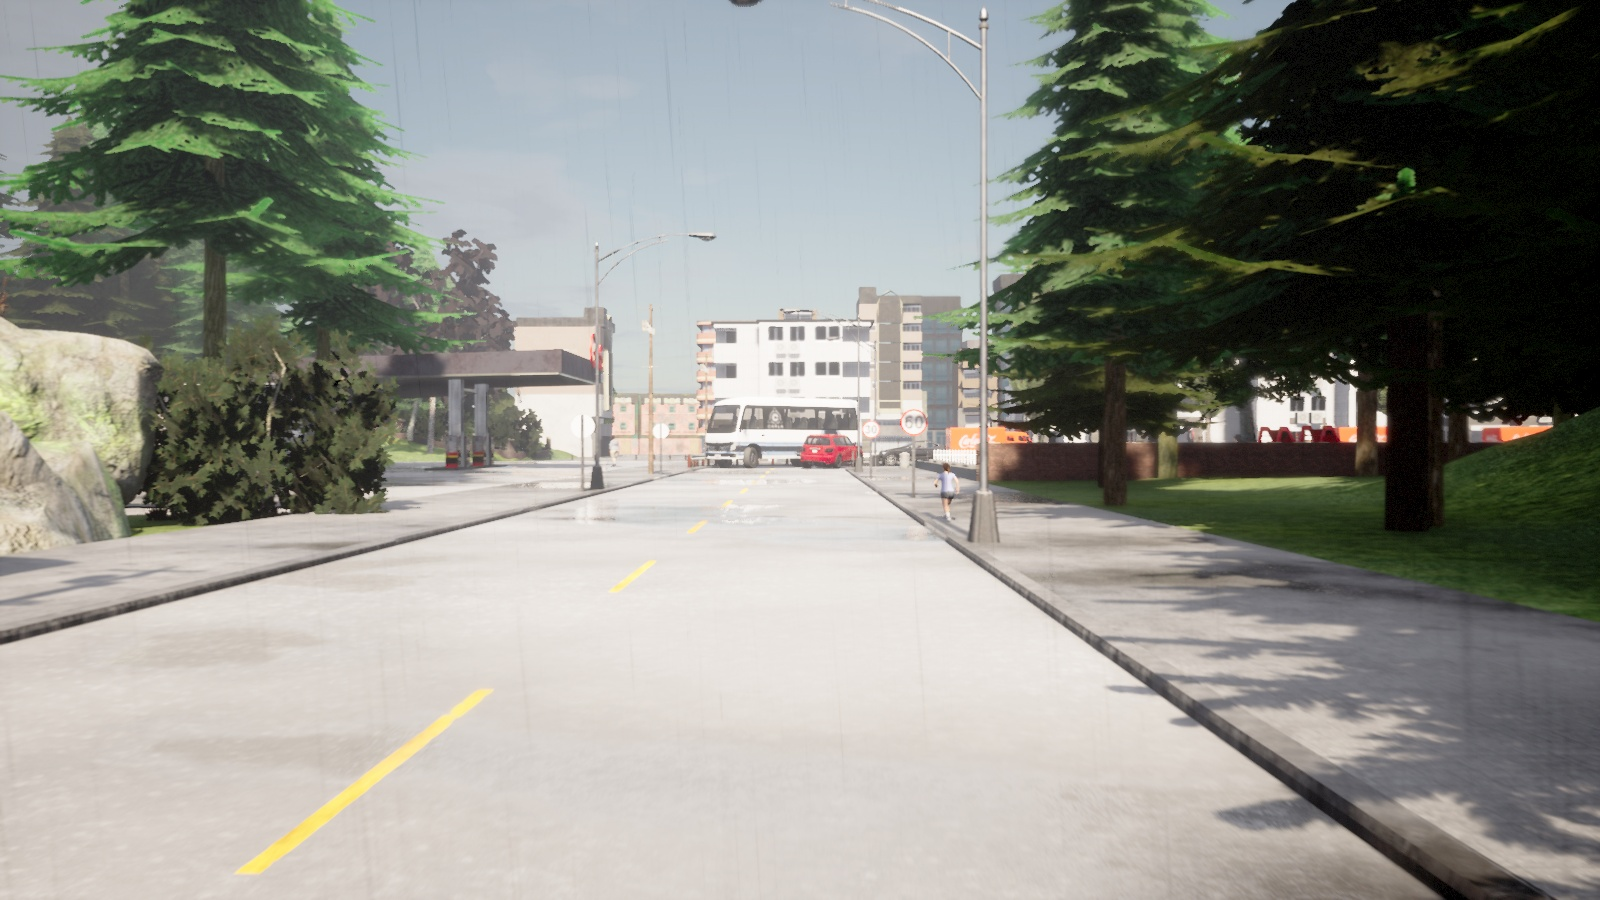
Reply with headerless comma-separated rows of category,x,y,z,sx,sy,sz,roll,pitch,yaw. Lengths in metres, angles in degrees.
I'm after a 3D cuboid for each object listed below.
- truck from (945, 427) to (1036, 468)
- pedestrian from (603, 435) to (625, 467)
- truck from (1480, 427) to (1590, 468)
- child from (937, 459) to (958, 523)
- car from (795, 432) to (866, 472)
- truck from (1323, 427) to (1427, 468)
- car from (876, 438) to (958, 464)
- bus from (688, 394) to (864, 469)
truck,11.741,-0.169,77.724,5.204,2.467,2.627,0,0,-1
pedestrian,-10.792,0.047,72.897,0.874,1.855,0.900,0,0,-43
truck,45.291,-0.140,77.480,5.204,2.467,2.627,0,0,0
child,2.598,0.714,22.121,0.255,1.110,0.394,0,0,-12
car,1.858,0.082,73.732,2.150,2.045,5.566,3,3,23
truck,35.442,-0.149,77.542,5.204,2.467,2.627,0,0,0
car,7.564,0.072,81.544,5.027,1.651,2.152,0,0,-3
bus,-1.338,-1.062,75.992,10.273,4.253,3.944,0,0,-38
